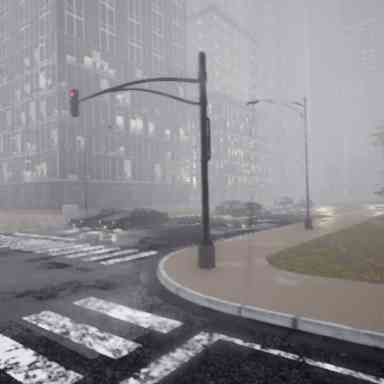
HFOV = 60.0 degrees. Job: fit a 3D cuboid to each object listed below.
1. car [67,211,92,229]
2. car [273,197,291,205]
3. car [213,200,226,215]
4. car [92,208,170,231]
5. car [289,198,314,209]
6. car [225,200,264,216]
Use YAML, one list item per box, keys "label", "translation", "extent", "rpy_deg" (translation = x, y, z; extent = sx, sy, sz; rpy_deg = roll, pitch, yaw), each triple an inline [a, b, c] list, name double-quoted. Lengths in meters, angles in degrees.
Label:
- label: "car"
  translation: [-6.445, 1.888, 24.775]
  extent: [2.033, 1.411, 5.357]
  rpy_deg: [-2, -1, 37]
- label: "car"
  translation: [14.278, 1.439, 52.086]
  extent: [2.097, 1.767, 4.553]
  rpy_deg: [-2, -1, 37]
- label: "car"
  translation: [4.409, 1.709, 39.151]
  extent: [2.097, 1.767, 4.553]
  rpy_deg: [-2, -1, 37]
- label: "car"
  translation: [-3.827, 1.800, 22.851]
  extent: [2.033, 1.411, 5.357]
  rpy_deg: [-2, -1, 37]
- label: "car"
  translation: [16.864, 1.838, 50.098]
  extent: [1.837, 1.490, 4.892]
  rpy_deg: [-2, -1, 37]
- label: "car"
  translation: [5.976, 1.745, 35.832]
  extent: [1.882, 1.535, 5.008]
  rpy_deg: [-2, -1, 37]
